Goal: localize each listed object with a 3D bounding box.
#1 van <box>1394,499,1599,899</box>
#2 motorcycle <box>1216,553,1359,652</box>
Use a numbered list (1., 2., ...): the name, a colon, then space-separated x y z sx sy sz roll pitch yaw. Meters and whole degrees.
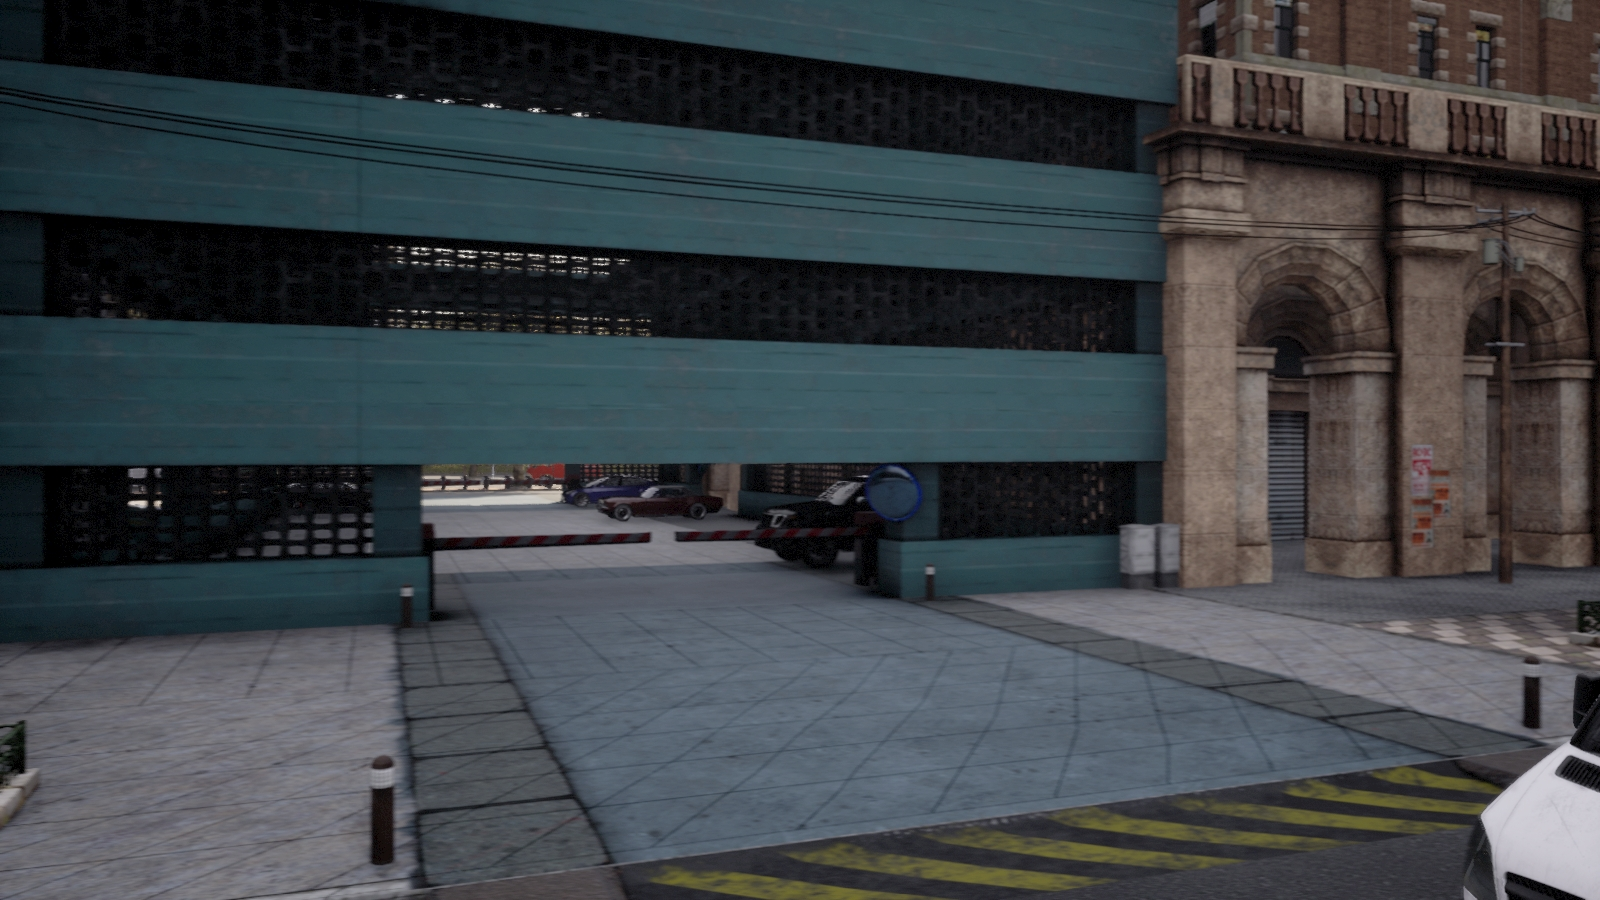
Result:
1. van: 5.929 1.533 5.495 5.915 2.561 1.988 0 0 -20
2. motorcycle: 7.074 2.181 16.585 1.805 1.236 0.856 0 0 -20
